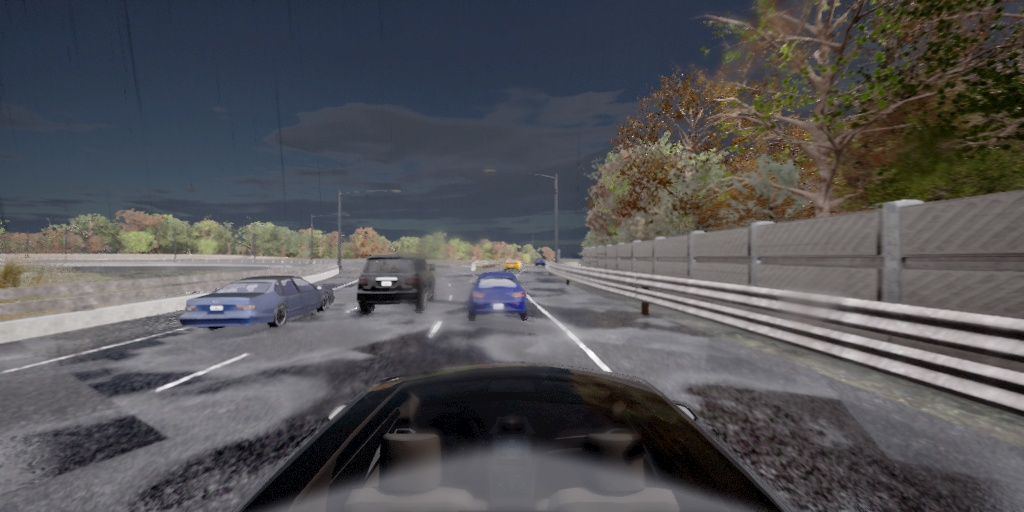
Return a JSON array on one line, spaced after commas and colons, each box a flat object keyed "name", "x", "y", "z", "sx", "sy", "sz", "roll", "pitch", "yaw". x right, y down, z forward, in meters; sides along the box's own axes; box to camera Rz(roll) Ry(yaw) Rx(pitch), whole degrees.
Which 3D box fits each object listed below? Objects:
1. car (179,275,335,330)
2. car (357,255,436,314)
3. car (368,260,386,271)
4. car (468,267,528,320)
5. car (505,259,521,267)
[{"name": "car", "x": -7.472, "y": 1.315, "z": 11.261, "sx": 2.033, "sy": 1.411, "sz": 5.357, "roll": 0, "pitch": 0, "yaw": -6}, {"name": "car", "x": -4.307, "y": 0.974, "z": 14.088, "sx": 2.150, "sy": 2.045, "sz": 5.566, "roll": 0, "pitch": 0, "yaw": -7}, {"name": "car", "x": -18.567, "y": 1.271, "z": 49.182, "sx": 1.837, "sy": 1.490, "sz": 4.892, "roll": 0, "pitch": 0, "yaw": -27}, {"name": "car", "x": -0.508, "y": 1.265, "z": 12.431, "sx": 1.812, "sy": 1.442, "sz": 4.674, "roll": 0, "pitch": 0, "yaw": -3}, {"name": "car", "x": 0.194, "y": 1.172, "z": 49.716, "sx": 1.882, "sy": 1.535, "sz": 5.008, "roll": 0, "pitch": 0, "yaw": 6}]
